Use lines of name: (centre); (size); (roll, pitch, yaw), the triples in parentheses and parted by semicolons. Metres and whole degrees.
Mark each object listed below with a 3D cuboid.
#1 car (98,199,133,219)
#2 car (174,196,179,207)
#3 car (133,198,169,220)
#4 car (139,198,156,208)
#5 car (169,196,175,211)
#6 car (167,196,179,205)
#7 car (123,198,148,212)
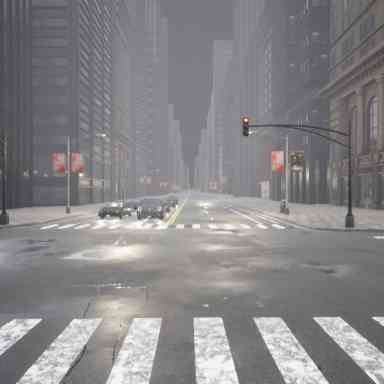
car: (-6.563, 1.531, 29.348); (2.033, 1.411, 5.357); (0, 0, 4)
car: (-3.339, 1.529, 47.464); (1.994, 1.385, 4.181); (0, 0, 0)
car: (-3.338, 1.336, 28.091); (2.097, 1.767, 4.553); (0, 0, 0)
car: (-6.585, 1.563, 49.532); (1.895, 1.301, 4.718); (0, 0, 0)
car: (-3.336, 1.523, 37.565); (2.033, 1.411, 5.357); (0, 0, 0)
car: (-3.297, 1.454, 57.838); (1.837, 1.490, 4.892); (0, 0, 0)
car: (-6.584, 1.521, 39.446); (2.033, 1.411, 5.357); (0, 0, 0)
